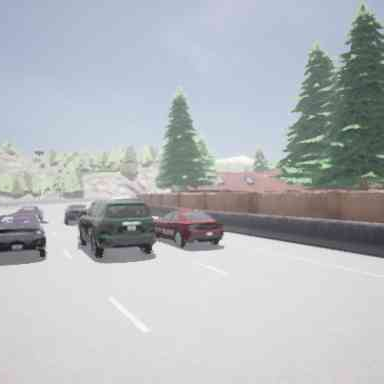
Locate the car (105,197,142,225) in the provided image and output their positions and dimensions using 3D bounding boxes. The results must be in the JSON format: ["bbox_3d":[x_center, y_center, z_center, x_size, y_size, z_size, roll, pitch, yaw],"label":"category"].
[{"bbox_3d":[-5.858,1.459,27.758,2.150,2.045,5.566,0,0,-21],"label":"car"}]

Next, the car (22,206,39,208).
[{"bbox_3d":[-12.762,1.797,26.248,1.994,1.385,4.181,0,0,-21],"label":"car"}]

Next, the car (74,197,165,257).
[{"bbox_3d":[-3.264,1.341,13.796,2.150,2.045,5.566,0,0,-27],"label":"car"}]

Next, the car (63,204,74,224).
[{"bbox_3d":[-9.457,1.743,27.388,1.837,1.490,4.892,0,0,-21],"label":"car"}]

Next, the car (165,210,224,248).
[{"bbox_3d":[-0.376,1.609,15.853,1.882,1.535,5.008,0,-1,-26],"label":"car"}]

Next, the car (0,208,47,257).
[{"bbox_3d":[-6.801,1.609,13.066,2.128,1.511,4.902,0,0,-27],"label":"car"}]
